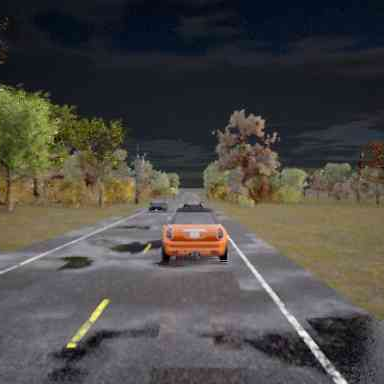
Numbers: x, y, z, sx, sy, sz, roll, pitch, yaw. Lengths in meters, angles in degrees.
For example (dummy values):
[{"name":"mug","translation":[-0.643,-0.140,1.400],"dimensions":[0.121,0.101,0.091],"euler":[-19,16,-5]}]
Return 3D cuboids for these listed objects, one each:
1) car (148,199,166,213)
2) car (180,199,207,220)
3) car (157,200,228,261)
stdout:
[{"name":"car","translation":[-3.601,1.454,36.256],"dimensions":[2.033,1.411,5.357],"euler":[0,0,0]},{"name":"car","translation":[0.091,1.417,28.682],"dimensions":[2.128,1.511,4.902],"euler":[0,0,0]},{"name":"car","translation":[0.090,1.319,12.247],"dimensions":[2.097,1.767,4.553],"euler":[0,0,0]}]
